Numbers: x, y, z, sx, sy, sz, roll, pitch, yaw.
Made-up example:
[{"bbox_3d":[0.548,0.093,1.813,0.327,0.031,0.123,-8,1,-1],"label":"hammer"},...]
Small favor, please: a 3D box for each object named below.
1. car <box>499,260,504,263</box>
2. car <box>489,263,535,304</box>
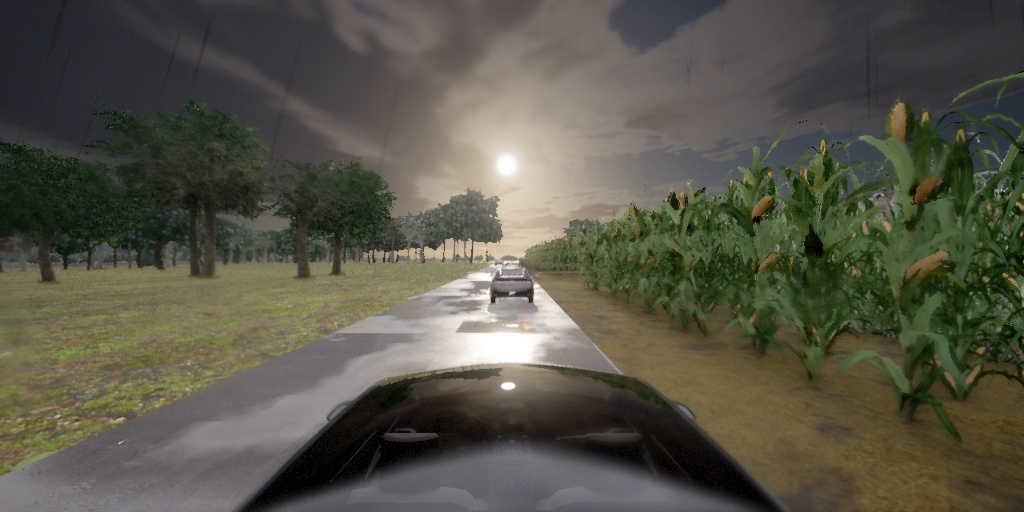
[{"bbox_3d":[0.000,1.309,31.501,1.812,1.442,4.674,0,0,0],"label":"car"},{"bbox_3d":[0.000,1.254,16.500,2.128,1.511,4.902,0,0,0],"label":"car"}]
